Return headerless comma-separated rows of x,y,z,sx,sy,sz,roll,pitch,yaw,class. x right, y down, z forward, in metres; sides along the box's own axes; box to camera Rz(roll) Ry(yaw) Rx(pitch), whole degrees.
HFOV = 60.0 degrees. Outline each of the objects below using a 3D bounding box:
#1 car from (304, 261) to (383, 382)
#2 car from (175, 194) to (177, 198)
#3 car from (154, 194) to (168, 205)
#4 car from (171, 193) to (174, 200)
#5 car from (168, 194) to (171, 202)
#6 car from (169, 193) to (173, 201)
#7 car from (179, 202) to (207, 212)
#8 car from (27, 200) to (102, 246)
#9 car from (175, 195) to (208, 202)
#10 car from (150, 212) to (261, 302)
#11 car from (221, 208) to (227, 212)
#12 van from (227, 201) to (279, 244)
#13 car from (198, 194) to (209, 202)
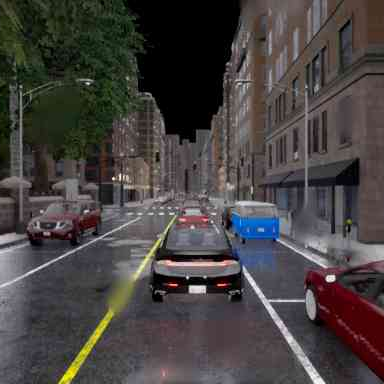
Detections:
2.854,1.544,4.236,1.887,1.381,4.507,0,0,0,car
-5.695,1.496,86.457,2.008,1.369,4.403,0,0,0,car
-5.687,1.480,59.033,1.752,1.417,4.829,0,0,0,car
-5.692,1.491,75.555,1.887,1.381,4.507,0,0,0,car
-5.688,1.502,64.653,2.008,1.369,4.403,0,0,0,car
-5.690,1.493,70.105,1.887,1.381,4.507,0,0,0,car
0.098,1.519,18.507,1.812,1.442,4.674,0,0,0,car
-5.674,1.310,15.514,2.192,1.841,5.009,0,0,0,car
0.040,1.338,27.465,2.097,1.767,4.553,0,0,2,car
0.098,1.490,8.245,2.128,1.511,4.902,0,0,0,car
2.850,1.557,21.217,1.947,1.339,4.313,0,0,0,car
2.851,1.336,15.557,1.690,1.788,3.998,0,0,0,van
2.833,1.386,75.594,1.967,1.590,4.097,0,0,0,car
